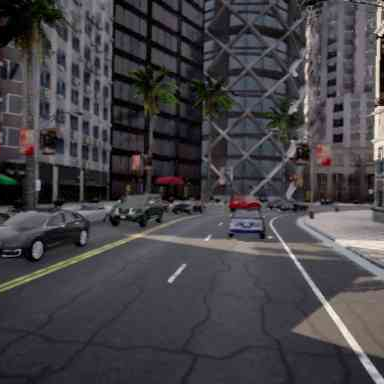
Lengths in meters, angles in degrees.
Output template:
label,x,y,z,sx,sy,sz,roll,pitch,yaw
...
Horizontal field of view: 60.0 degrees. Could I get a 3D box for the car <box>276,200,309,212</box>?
label,x,y,z,sx,sy,sz,roll,pitch,yaw
car,13.122,1.801,42.273,2.033,1.411,5.357,1,0,40

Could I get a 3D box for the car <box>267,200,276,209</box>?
label,x,y,z,sx,sy,sz,roll,pitch,yaw
car,12.734,1.787,47.403,5.357,1.411,2.033,1,0,-42

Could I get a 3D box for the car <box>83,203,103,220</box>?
label,x,y,z,sx,sy,sz,roll,pitch,yaw
car,-7.064,1.421,22.159,1.895,1.301,4.718,1,0,11

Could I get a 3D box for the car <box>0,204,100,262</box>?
label,x,y,z,sx,sy,sz,roll,pitch,yaw
car,-5.349,1.373,11.808,1.837,1.490,4.892,1,0,10

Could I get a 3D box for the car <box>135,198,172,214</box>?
label,x,y,z,sx,sy,sz,roll,pitch,yaw
car,-3.852,1.406,34.199,1.812,1.442,4.674,1,0,21

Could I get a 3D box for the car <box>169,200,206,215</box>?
label,x,y,z,sx,sy,sz,roll,pitch,yaw
car,-0.215,1.509,34.082,2.033,1.411,5.357,1,0,23

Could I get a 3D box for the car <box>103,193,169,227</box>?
label,x,y,z,sx,sy,sz,roll,pitch,yaw
car,-3.503,1.121,22.201,2.150,2.045,5.566,1,0,11

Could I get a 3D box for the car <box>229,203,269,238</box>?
label,x,y,z,sx,sy,sz,roll,pitch,yaw
car,2.987,1.596,18.155,2.033,1.411,5.357,1,0,9

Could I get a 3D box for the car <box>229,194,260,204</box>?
label,x,y,z,sx,sy,sz,roll,pitch,yaw
car,6.196,1.322,38.728,2.150,2.045,5.566,1,0,31
